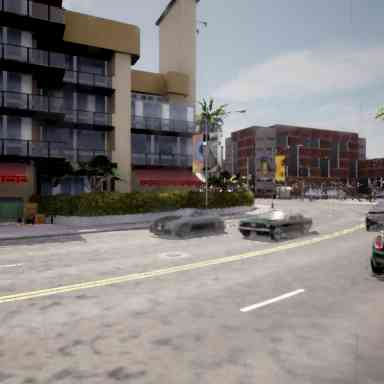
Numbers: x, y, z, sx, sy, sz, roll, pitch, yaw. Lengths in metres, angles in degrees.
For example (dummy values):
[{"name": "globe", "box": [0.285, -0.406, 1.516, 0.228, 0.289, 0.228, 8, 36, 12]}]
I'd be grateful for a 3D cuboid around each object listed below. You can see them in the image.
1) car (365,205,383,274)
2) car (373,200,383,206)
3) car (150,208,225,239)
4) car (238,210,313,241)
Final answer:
[{"name": "car", "box": [6.926, 1.350, 9.572, 4.553, 1.767, 2.097, 0, 0, -44]}, {"name": "car", "box": [11.914, 1.484, 20.271, 2.128, 1.511, 4.902, 0, 0, 38]}, {"name": "car", "box": [-0.158, 1.552, 17.386, 1.994, 1.385, 4.181, 0, 0, 45]}, {"name": "car", "box": [4.344, 1.591, 16.960, 1.895, 1.301, 4.718, 0, 0, 43]}]
